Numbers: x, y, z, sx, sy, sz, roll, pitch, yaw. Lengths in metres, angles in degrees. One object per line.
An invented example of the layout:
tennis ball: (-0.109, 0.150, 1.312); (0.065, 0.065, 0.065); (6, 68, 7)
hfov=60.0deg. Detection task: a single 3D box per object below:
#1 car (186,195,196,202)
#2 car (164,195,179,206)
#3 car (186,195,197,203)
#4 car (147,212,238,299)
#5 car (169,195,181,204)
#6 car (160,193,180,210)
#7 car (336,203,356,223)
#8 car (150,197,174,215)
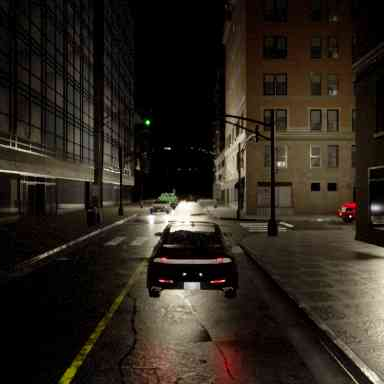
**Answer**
car: (-0.197, 1.473, 75.682); (2.128, 1.511, 4.902); (0, 0, 0)
car: (-3.210, 1.317, 53.618); (2.097, 1.767, 4.553); (0, 0, 0)
car: (-0.072, 1.308, 65.989); (2.097, 1.767, 4.553); (0, 0, 0)
car: (0.024, 1.490, 8.470); (2.128, 1.511, 4.902); (0, 0, 1)
car: (-3.224, 1.449, 63.990); (2.128, 1.511, 4.902); (0, 0, 0)
car: (-3.190, 1.194, 43.714); (2.150, 2.045, 5.566); (0, 0, 1)
car: (13.032, 1.175, 23.027); (5.566, 2.045, 2.150); (0, 0, -1)
car: (-3.184, 1.506, 34.260); (1.812, 1.442, 4.674); (0, 0, 0)
